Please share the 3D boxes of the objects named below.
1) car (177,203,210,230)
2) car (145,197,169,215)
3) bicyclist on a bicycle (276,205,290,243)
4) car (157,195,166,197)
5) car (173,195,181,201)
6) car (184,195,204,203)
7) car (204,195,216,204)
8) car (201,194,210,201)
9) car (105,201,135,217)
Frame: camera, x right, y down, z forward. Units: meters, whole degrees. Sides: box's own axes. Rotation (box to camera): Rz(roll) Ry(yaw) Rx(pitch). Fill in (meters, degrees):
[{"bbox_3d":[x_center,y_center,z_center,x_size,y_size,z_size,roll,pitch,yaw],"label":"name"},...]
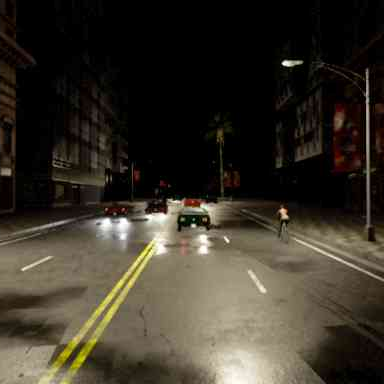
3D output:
[{"bbox_3d":[0.094,1.576,20.832,1.895,1.301,4.718,0,0,0],"label":"car"},{"bbox_3d":[-3.353,1.505,32.443,1.994,1.385,4.181,0,0,0],"label":"car"},{"bbox_3d":[4.142,1.440,15.141,0.582,1.620,1.656,0,0,0],"label":"bicyclist on a bicycle"},{"bbox_3d":[-6.518,1.322,71.844,1.882,1.535,5.008,0,0,0],"label":"car"},{"bbox_3d":[-3.268,1.314,73.649,2.033,1.411,5.357,0,0,0],"label":"car"},{"bbox_3d":[0.089,1.255,43.537,2.097,1.767,4.553,0,0,0],"label":"car"},{"bbox_3d":[3.335,1.371,59.405,1.837,1.490,4.892,0,0,0],"label":"car"},{"bbox_3d":[3.231,1.331,78.652,1.882,1.535,5.008,0,0,0],"label":"car"},{"bbox_3d":[-6.606,1.547,30.646,1.895,1.301,4.718,0,0,0],"label":"car"}]
